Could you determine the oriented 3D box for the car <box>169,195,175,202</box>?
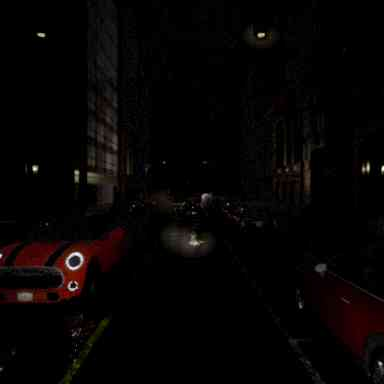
[{"bbox_3d":[-5.670,1.509,78.204,1.887,1.381,4.507,0,0,0],"label":"car"}]

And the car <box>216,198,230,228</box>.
[{"bbox_3d":[2.852,1.428,21.720,1.967,1.590,4.097,0,0,0],"label":"car"}]

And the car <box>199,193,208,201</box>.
[{"bbox_3d":[2.854,1.274,83.855,2.192,1.841,5.009,0,0,0],"label":"car"}]

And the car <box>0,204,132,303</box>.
[{"bbox_3d":[-3.078,1.347,8.399,2.097,1.767,4.553,0,0,0],"label":"car"}]

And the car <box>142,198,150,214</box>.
[{"bbox_3d":[-5.671,1.527,33.013,1.887,1.381,4.507,0,0,0],"label":"car"}]

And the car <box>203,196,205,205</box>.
[{"bbox_3d":[2.854,1.522,44.314,1.887,1.381,4.507,0,0,0],"label":"car"}]

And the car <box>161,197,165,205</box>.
[{"bbox_3d":[-5.672,1.416,49.960,1.967,1.590,4.097,0,0,0],"label":"car"}]

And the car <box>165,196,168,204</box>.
[{"bbox_3d":[-5.671,1.524,55.609,2.008,1.369,4.403,0,0,0],"label":"car"}]

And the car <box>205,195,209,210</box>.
[{"bbox_3d":[2.853,1.420,38.666,1.967,1.590,4.097,0,0,0],"label":"car"}]

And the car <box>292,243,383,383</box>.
[{"bbox_3d":[2.852,1.437,4.775,1.967,1.590,4.097,0,0,0],"label":"car"}]

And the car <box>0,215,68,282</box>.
[{"bbox_3d":[-5.672,1.560,10.418,1.947,1.339,4.313,0,0,0],"label":"car"}]

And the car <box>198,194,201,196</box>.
[{"bbox_3d":[0.098,1.479,54.349,1.837,1.490,4.892,0,0,0],"label":"car"}]

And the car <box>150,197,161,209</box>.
[{"bbox_3d":[-5.671,1.529,44.311,2.008,1.369,4.403,0,0,0],"label":"car"}]

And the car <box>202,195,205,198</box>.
[{"bbox_3d":[2.854,1.541,49.963,1.947,1.339,4.313,0,0,0],"label":"car"}]

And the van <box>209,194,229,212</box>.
[{"bbox_3d":[2.852,1.324,33.017,1.690,1.788,3.998,0,0,0],"label":"van"}]

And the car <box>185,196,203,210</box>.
[{"bbox_3d":[0.102,1.579,42.776,1.895,1.301,4.718,0,0,0],"label":"car"}]

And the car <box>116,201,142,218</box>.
[{"bbox_3d":[-5.671,1.551,27.364,1.947,1.339,4.313,0,0,0],"label":"car"}]

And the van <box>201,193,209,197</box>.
[{"bbox_3d":[2.852,1.314,55.612,1.690,1.788,3.998,0,0,0],"label":"van"}]

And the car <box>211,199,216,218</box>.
[{"bbox_3d":[2.853,1.530,27.369,1.887,1.381,4.507,0,0,0],"label":"car"}]

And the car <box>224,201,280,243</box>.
[{"bbox_3d":[2.852,1.431,16.072,1.967,1.590,4.097,0,0,0],"label":"car"}]

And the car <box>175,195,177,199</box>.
[{"bbox_3d":[-5.669,1.535,89.502,1.802,1.307,4.206,0,0,0],"label":"car"}]

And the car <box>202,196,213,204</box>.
[{"bbox_3d":[2.854,1.516,61.260,1.887,1.381,4.507,0,0,0],"label":"car"}]
